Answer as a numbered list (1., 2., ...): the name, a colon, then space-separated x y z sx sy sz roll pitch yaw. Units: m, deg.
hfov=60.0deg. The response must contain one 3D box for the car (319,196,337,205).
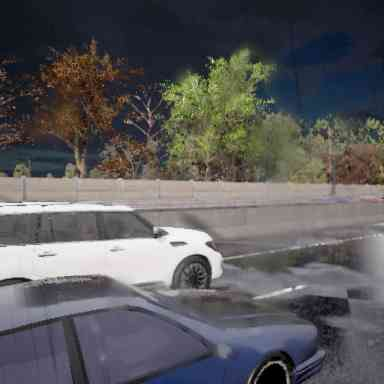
1. car: 18.383 1.277 42.716 4.553 1.767 2.097 0 0 -35

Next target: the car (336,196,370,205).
1. car: 19.624 1.404 39.311 5.008 1.535 1.882 0 0 -35

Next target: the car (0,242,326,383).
1. car: -1.103 1.545 2.954 5.357 1.411 2.033 0 0 -35

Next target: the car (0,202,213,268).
1. car: -1.997 1.214 6.610 5.566 2.045 2.150 0 0 -35

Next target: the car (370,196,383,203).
1. car: 22.668 1.146 37.180 5.566 2.045 2.150 0 0 -35
